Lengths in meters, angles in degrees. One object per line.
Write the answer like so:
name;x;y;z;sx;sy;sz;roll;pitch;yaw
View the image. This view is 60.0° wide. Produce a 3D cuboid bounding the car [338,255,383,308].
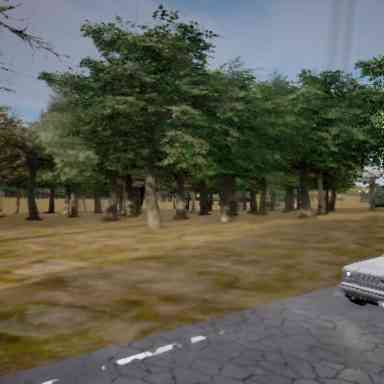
car;5.184;1.691;7.076;4.718;1.301;1.895;1;0;-35
